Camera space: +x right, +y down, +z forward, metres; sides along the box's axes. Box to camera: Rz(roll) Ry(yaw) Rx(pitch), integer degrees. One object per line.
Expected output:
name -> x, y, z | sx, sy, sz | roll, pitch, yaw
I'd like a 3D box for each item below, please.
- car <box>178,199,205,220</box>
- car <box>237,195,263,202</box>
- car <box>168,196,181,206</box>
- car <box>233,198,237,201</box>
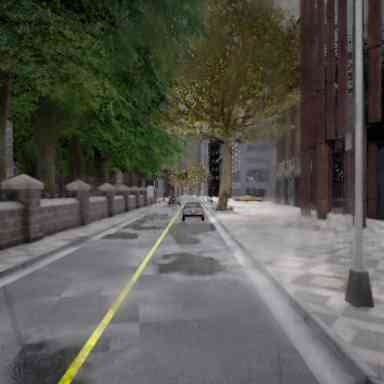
car -> 0.093, 1.557, 28.270 | 2.033, 1.411, 5.357 | 0, 0, 0
car -> 12.338, 1.430, 68.903 | 4.829, 1.417, 1.752 | -1, 1, 0
car -> -3.013, 1.434, 57.801 | 2.097, 1.767, 4.553 | 0, 0, 0
car -> 12.019, 1.434, 77.429 | 4.829, 1.417, 1.752 | -1, 1, 0
